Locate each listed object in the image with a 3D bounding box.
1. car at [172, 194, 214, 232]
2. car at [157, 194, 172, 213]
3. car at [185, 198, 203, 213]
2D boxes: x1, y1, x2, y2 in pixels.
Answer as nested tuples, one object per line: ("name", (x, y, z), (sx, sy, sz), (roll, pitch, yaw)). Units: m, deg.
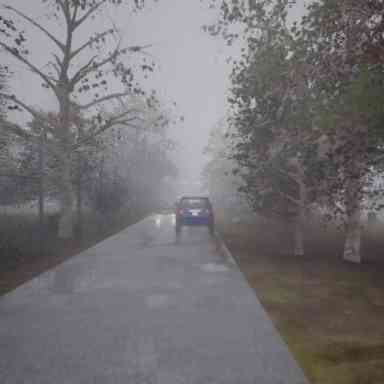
("car", (0.158, 1.238, 20.137), (2.150, 2.045, 5.566), (0, 0, 0))
("car", (-2.639, 1.256, 37.460), (2.150, 2.045, 5.566), (0, 0, 0))
("car", (0.229, 1.510, 38.848), (1.882, 1.535, 5.008), (0, 0, 0))
